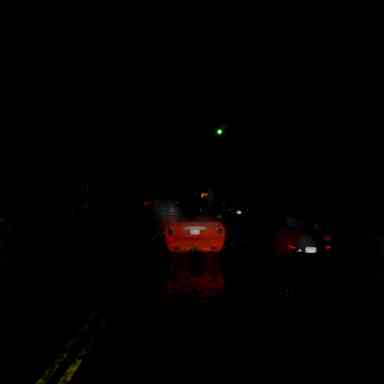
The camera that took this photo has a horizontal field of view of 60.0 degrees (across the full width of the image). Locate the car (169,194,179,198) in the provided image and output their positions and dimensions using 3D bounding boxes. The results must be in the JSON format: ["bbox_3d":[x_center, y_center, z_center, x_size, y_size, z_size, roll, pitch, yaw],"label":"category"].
[{"bbox_3d":[-3.331,1.303,48.002,1.895,1.301,4.718,0,0,0],"label":"car"}]

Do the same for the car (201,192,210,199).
[{"bbox_3d":[3.248,0.760,81.519,1.882,1.535,5.008,0,1,0],"label":"car"}]

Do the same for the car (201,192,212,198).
[{"bbox_3d":[3.248,1.120,71.609,1.895,1.301,4.718,0,0,0],"label":"car"}]

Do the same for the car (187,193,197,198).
[{"bbox_3d":[-0.002,1.051,71.100,2.128,1.511,4.902,0,0,0],"label":"car"}]

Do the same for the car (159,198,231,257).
[{"bbox_3d":[0.098,1.279,12.748,2.097,1.767,4.553,0,0,0],"label":"car"}]

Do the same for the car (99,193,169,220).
[{"bbox_3d":[-4.983,1.068,26.870,5.566,2.045,2.150,0,-1,32],"label":"car"}]

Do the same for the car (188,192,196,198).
[{"bbox_3d":[-0.002,0.835,81.520,1.994,1.385,4.181,0,1,0],"label":"car"}]

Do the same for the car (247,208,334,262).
[{"bbox_3d":[3.348,1.458,11.676,1.812,1.442,4.674,0,0,0],"label":"car"}]

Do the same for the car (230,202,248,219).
[{"bbox_3d":[3.348,1.416,25.647,1.994,1.385,4.181,0,0,0],"label":"car"}]
